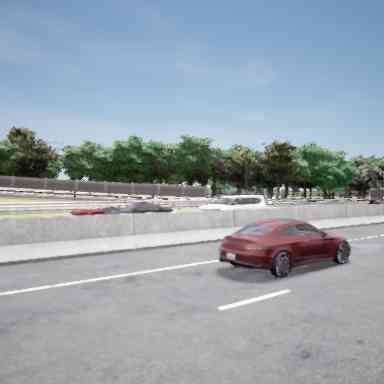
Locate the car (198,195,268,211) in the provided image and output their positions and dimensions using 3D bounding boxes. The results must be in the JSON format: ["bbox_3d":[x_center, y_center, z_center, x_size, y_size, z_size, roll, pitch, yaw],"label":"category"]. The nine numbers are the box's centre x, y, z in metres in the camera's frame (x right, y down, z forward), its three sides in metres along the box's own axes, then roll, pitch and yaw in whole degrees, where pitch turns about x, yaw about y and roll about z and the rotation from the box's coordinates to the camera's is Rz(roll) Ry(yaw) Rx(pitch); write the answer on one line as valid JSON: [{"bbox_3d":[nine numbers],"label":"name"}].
[{"bbox_3d":[2.904,1.242,23.260,5.566,2.045,2.150,0,0,-36],"label":"car"}]

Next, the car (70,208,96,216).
[{"bbox_3d":[-6.643,1.611,25.048,4.718,1.301,1.895,0,0,-35],"label":"car"}]

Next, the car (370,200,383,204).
[{"bbox_3d":[28.815,1.807,50.219,4.718,1.301,1.895,0,0,-36],"label":"car"}]

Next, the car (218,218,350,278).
[{"bbox_3d":[2.899,1.535,10.130,4.674,1.442,1.812,0,0,-36],"label":"car"}]

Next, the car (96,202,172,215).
[{"bbox_3d":[-3.658,1.490,22.878,5.008,1.535,1.882,0,0,-35],"label":"car"}]
